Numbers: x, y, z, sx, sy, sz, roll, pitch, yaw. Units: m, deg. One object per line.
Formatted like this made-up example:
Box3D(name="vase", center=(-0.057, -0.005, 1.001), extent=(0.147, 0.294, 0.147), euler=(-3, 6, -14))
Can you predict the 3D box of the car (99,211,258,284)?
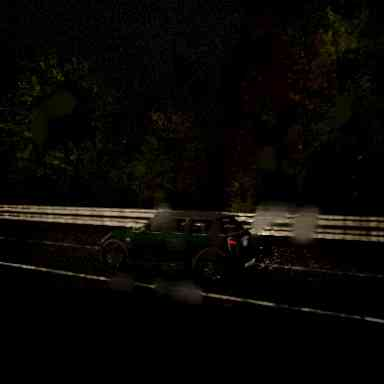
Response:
Box3D(name="car", center=(-0.486, 1.349, 9.711), extent=(4.553, 1.767, 2.097), euler=(0, 0, 26))
